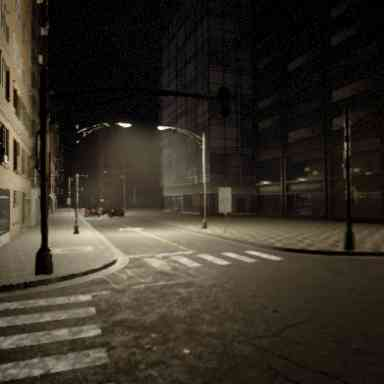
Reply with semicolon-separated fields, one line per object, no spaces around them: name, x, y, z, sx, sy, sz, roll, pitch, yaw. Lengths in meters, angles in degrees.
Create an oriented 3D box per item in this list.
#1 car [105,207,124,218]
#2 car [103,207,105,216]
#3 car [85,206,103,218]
car;-11.195;3.041;49.108;1.882;1.535;5.008;0;-2;-20
car;-14.937;3.380;58.821;1.812;1.442;4.674;0;-1;-21
car;-15.538;3.037;51.951;2.097;1.767;4.553;0;-2;-21
